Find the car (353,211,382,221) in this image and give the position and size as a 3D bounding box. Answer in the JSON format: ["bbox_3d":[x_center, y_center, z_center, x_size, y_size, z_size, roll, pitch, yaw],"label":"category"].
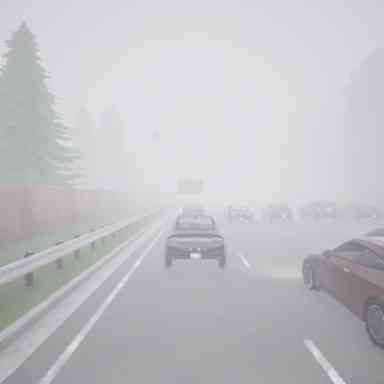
[{"bbox_3d":[7.100,1.545,10.134,1.837,1.490,4.892,0,0,0],"label":"car"}]

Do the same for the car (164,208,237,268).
[{"bbox_3d":[0.100,1.537,11.484,2.128,1.511,4.902,0,0,0],"label":"car"}]

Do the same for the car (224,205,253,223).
[{"bbox_3d":[3.600,1.706,26.717,1.895,1.301,4.718,0,0,0],"label":"car"}]

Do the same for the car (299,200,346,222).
[{"bbox_3d":[10.601,1.462,27.855,2.097,1.767,4.553,0,0,0],"label":"car"}]

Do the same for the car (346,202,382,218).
[{"bbox_3d":[14.100,1.616,28.167,1.837,1.490,4.892,0,0,0],"label":"car"}]

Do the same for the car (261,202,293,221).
[{"bbox_3d":[7.101,1.616,28.172,1.837,1.490,4.892,0,0,0],"label":"car"}]

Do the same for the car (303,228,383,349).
[{"bbox_3d":[3.587,1.550,6.134,1.812,1.442,4.674,0,0,0],"label":"car"}]

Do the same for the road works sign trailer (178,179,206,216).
[{"bbox_3d":[-0.175,0.558,31.833,2.380,3.560,2.880,0,-1,-1],"label":"road works sign trailer"}]

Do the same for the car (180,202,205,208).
[{"bbox_3d":[0.066,1.575,27.866,1.882,1.535,5.008,0,1,-1],"label":"car"}]
